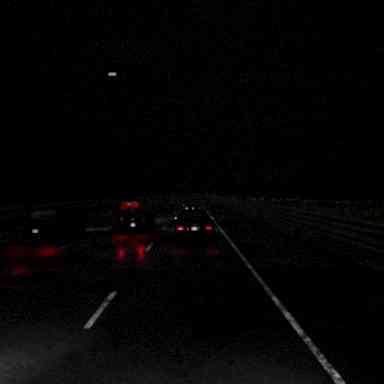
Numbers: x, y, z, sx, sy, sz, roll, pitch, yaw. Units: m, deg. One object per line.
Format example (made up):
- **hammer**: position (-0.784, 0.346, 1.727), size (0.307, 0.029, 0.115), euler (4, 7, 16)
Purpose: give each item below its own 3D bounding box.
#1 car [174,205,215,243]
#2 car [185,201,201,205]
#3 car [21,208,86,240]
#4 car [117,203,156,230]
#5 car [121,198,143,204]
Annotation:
- **car**: position (0.102, 1.568, 16.292), size (2.033, 1.411, 5.357), euler (0, 0, 0)
- **car**: position (0.103, 1.602, 33.750), size (2.033, 1.411, 5.357), euler (0, 0, 0)
- **car**: position (-6.897, 1.525, 16.955), size (1.812, 1.442, 4.674), euler (0, 0, 0)
- **car**: position (-3.393, 1.617, 21.373), size (1.895, 1.301, 4.718), euler (1, -1, 0)
- **car**: position (-6.897, 1.418, 38.577), size (2.097, 1.767, 4.553), euler (0, 0, 0)
